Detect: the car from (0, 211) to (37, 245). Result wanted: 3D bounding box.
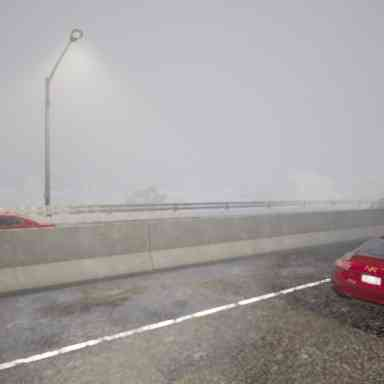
[{"bbox_3d":[-9.488,1.595,14.414,4.718,1.301,1.895,0,0,-35],"label":"car"}]

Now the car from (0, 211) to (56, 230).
[{"bbox_3d":[-7.371,1.473,11.621,5.008,1.535,1.882,0,0,-35],"label":"car"}]

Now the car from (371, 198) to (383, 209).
[{"bbox_3d":[24.658,1.525,42.305,4.902,1.511,2.128,0,0,-34],"label":"car"}]

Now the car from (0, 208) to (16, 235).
[{"bbox_3d":[-11.805,1.594,17.060,4.718,1.301,1.895,0,0,-35],"label":"car"}]

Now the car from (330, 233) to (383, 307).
[{"bbox_3d":[4.892,1.564,7.196,4.181,1.385,1.994,0,0,-35],"label":"car"}]
